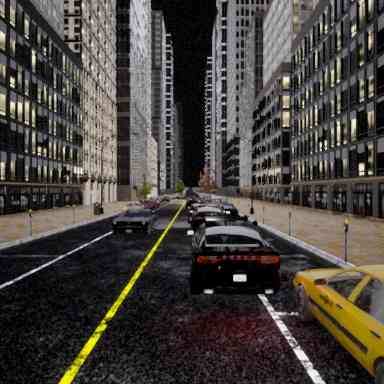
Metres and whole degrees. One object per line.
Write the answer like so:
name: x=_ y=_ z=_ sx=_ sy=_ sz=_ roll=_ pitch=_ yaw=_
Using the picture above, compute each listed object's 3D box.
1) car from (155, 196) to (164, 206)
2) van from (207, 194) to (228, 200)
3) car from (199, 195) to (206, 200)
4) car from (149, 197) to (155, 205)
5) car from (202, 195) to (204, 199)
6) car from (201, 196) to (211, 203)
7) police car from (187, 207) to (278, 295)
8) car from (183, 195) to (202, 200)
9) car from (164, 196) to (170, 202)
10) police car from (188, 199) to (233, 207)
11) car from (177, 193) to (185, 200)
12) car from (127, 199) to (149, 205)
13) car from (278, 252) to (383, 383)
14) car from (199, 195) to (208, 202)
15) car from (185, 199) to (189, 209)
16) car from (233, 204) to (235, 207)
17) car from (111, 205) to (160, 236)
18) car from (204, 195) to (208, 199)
car: x=-5.666 y=1.424 z=49.745 sx=1.967 sy=1.590 sz=4.097 roll=0 pitch=0 yaw=0
van: x=2.704 y=1.332 z=32.648 sx=1.690 sy=1.788 sz=3.998 roll=0 pitch=0 yaw=0
car: x=2.738 y=1.535 z=89.572 sx=1.802 sy=1.307 sz=4.206 roll=0 pitch=0 yaw=0
car: x=-5.672 y=1.571 z=38.360 sx=1.802 sy=1.307 sz=4.206 roll=0 pitch=0 yaw=0
car: x=2.719 y=1.563 z=55.417 sx=1.802 sy=1.307 sz=4.206 roll=0 pitch=0 yaw=0
car: x=2.725 y=1.518 z=66.802 sx=1.887 sy=1.381 sz=4.507 roll=0 pitch=0 yaw=0
police car: x=0.905 y=1.424 z=8.878 sx=1.930 sy=1.638 sz=5.238 roll=0 pitch=0 yaw=0
car: x=0.035 y=1.511 z=45.944 sx=1.812 sy=1.442 sz=4.674 roll=0 pitch=0 yaw=0
car: x=-5.652 y=1.534 z=72.511 sx=1.947 sy=1.339 sz=4.313 roll=0 pitch=0 yaw=0
police car: x=0.911 y=1.421 z=18.878 sx=1.930 sy=1.638 sz=5.238 roll=0 pitch=0 yaw=0
car: x=-2.946 y=1.174 z=92.199 sx=2.150 sy=2.045 sz=5.566 roll=0 pitch=0 yaw=0
car: x=-5.675 y=1.516 z=32.498 sx=1.752 sy=1.417 sz=4.829 roll=0 pitch=0 yaw=0
car: x=2.689 y=1.525 z=4.358 sx=1.752 sy=1.417 sz=4.829 roll=0 pitch=0 yaw=0
car: x=2.732 y=1.514 z=78.186 sx=2.008 sy=1.369 sz=4.403 roll=0 pitch=0 yaw=0
car: x=0.708 y=1.500 z=24.831 sx=1.837 sy=1.490 sz=4.892 roll=0 pitch=0 yaw=4
car: x=2.702 y=1.559 z=26.956 sx=1.947 sy=1.339 sz=4.313 roll=0 pitch=0 yaw=0
car: x=-3.089 y=1.596 z=18.529 sx=1.895 sy=1.301 sz=4.718 roll=0 pitch=0 yaw=0
car: x=2.708 y=1.429 z=38.341 sx=1.967 sy=1.590 sz=4.097 roll=0 pitch=0 yaw=0
